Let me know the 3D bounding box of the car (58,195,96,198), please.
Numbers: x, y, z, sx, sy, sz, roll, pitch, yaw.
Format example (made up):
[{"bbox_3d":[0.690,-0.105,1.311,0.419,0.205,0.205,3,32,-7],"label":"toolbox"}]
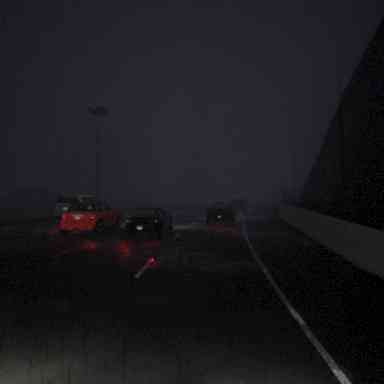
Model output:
[{"bbox_3d":[-8.310,1.210,25.449,2.150,2.045,5.566,0,0,9],"label":"car"}]

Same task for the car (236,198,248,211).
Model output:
[{"bbox_3d":[5.945,1.509,41.928,2.128,1.511,4.902,0,0,15],"label":"car"}]

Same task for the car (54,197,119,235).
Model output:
[{"bbox_3d":[-5.608,1.345,19.117,2.097,1.767,4.553,0,0,7],"label":"car"}]

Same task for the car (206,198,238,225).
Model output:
[{"bbox_3d":[2.203,1.485,24.567,1.882,1.535,5.008,0,0,9],"label":"car"}]

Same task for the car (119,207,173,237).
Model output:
[{"bbox_3d":[-2.234,1.525,18.098,1.812,1.442,4.674,0,0,6],"label":"car"}]
